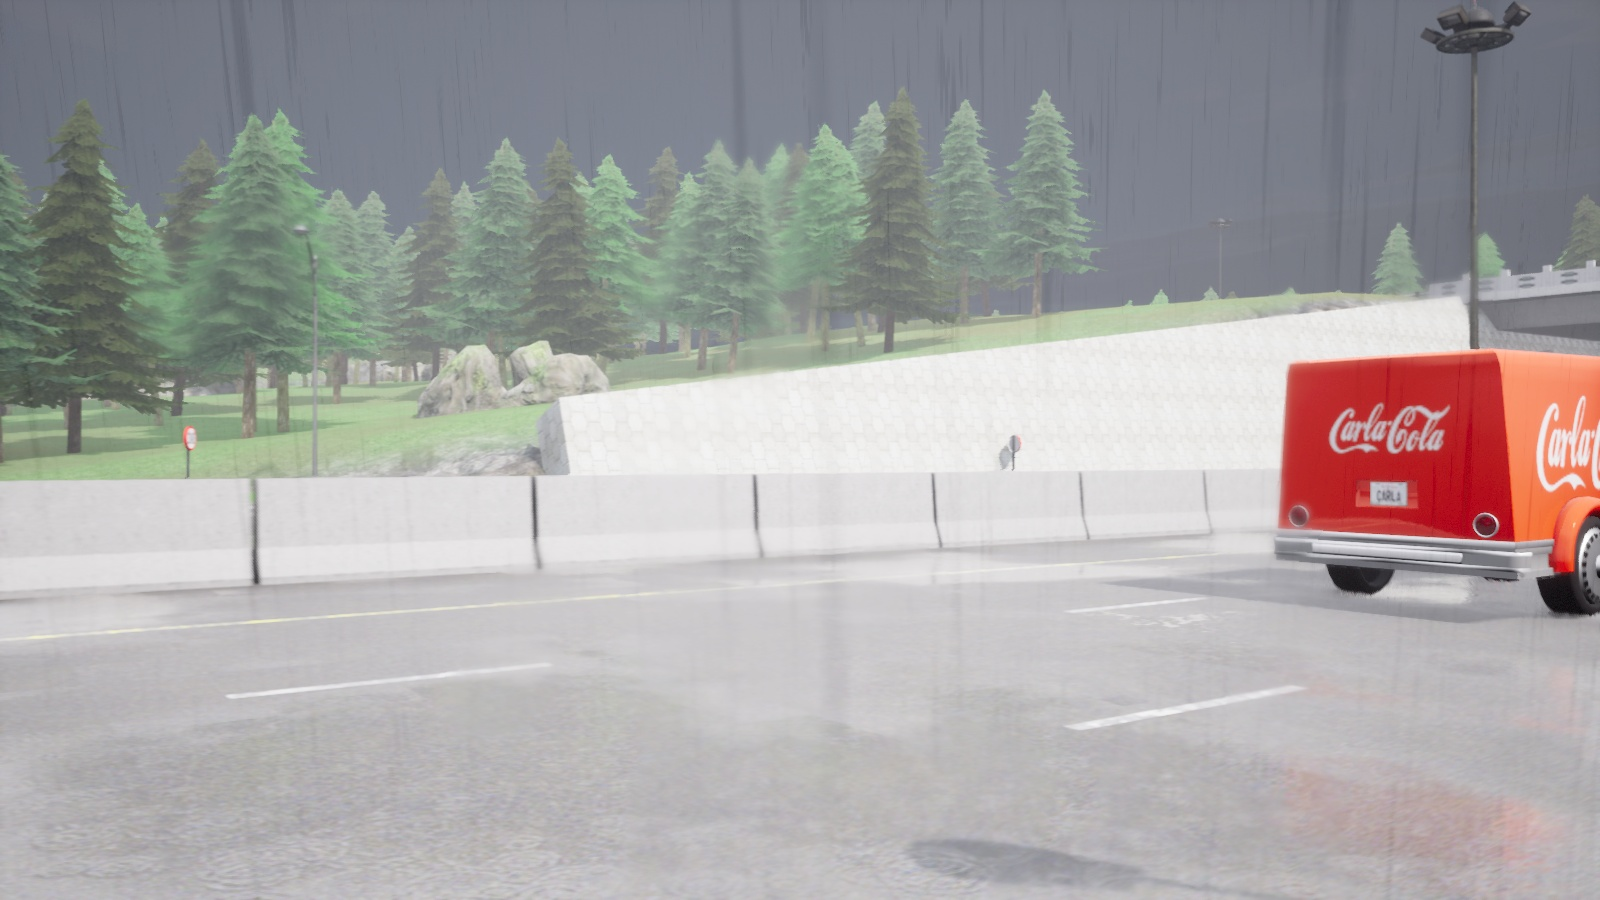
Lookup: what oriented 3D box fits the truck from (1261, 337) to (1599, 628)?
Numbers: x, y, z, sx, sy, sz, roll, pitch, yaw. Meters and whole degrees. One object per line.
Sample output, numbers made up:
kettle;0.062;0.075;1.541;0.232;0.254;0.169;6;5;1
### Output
truck;7.587;0.276;13.206;5.204;2.467;2.627;0;0;-35
